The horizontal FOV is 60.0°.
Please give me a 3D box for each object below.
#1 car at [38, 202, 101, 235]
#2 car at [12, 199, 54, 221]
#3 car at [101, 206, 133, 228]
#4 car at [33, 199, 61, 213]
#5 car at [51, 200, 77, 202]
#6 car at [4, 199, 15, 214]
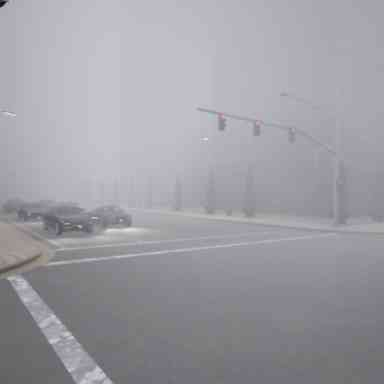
[{"bbox_3d":[-7.191,1.545,19.168,1.837,1.490,4.892,1,-1,-36],"label":"car"},{"bbox_3d":[-13.160,1.586,27.551,2.033,1.411,5.357,1,-1,-35],"label":"car"},{"bbox_3d":[-5.722,1.664,23.116,1.994,1.385,4.181,1,-1,-36],"label":"car"},{"bbox_3d":[-17.330,1.648,39.639,2.033,1.411,5.357,1,-1,-35],"label":"car"},{"bbox_3d":[-11.383,1.577,31.115,1.882,1.535,5.008,1,-1,-35],"label":"car"},{"bbox_3d":[-19.116,1.517,36.082,1.882,1.535,5.008,1,-1,-35],"label":"car"}]
